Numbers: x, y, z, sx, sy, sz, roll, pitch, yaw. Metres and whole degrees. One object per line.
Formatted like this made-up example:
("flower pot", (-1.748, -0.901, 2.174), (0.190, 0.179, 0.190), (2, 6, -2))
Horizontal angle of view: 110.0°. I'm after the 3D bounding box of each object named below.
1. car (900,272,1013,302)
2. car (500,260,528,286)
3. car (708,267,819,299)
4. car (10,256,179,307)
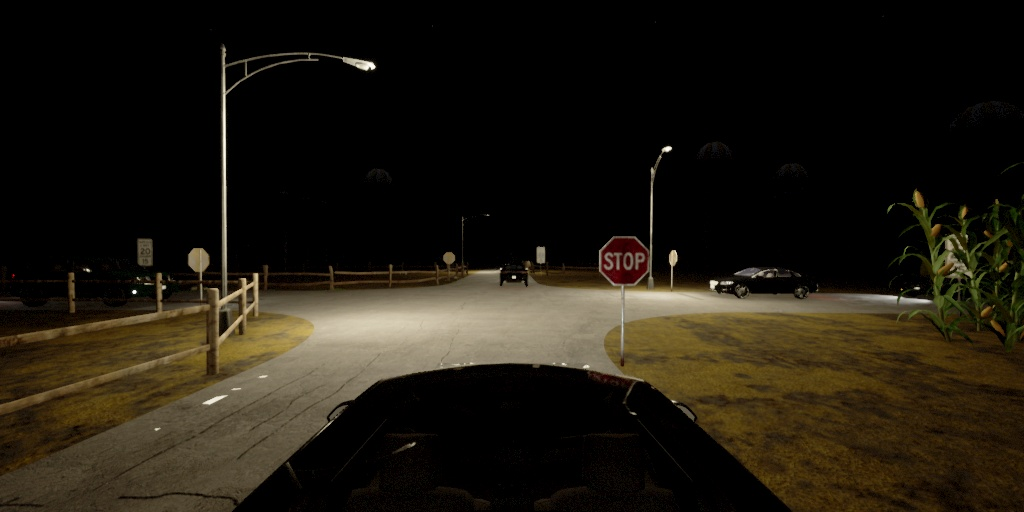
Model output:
("car", (22.461, 1.484, 18.115), (4.181, 1.385, 1.994), (1, 1, 0))
("car", (0.137, 1.277, 26.118), (1.882, 1.535, 5.008), (0, 0, 0))
("car", (12.621, 1.319, 18.166), (4.902, 1.511, 2.128), (0, 1, 0))
("car", (-17.731, 1.006, 15.372), (5.566, 2.045, 2.150), (0, 1, 0))
